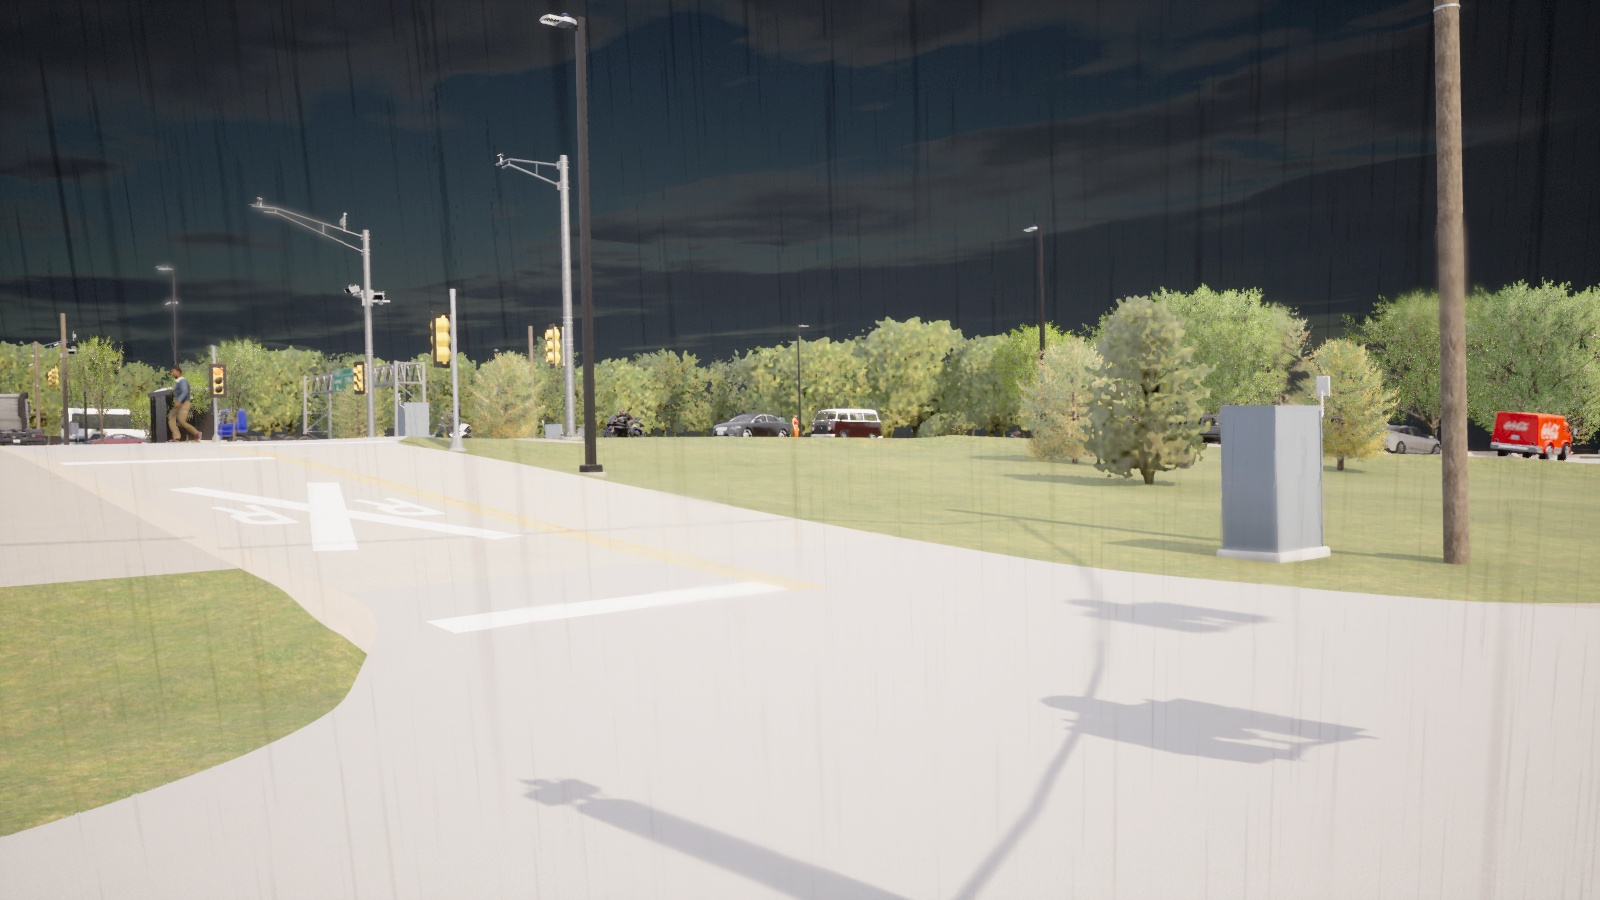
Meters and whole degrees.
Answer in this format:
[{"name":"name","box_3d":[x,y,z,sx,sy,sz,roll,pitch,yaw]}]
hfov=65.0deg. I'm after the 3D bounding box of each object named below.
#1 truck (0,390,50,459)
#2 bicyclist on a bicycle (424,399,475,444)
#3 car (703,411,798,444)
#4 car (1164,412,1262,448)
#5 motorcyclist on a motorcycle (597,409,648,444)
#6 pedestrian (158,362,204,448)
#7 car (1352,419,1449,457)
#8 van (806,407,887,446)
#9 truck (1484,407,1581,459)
[{"name":"truck","box_3d":[-42.445,-1.261,67.002,2.891,3.462,7.936,-2,1,-39]},{"name":"bicyclist on a bicycle","box_3d":[-14.140,-1.133,50.687,1.843,1.776,0.659,-1,0,-42]},{"name":"car","box_3d":[-2.426,-1.099,62.692,2.128,1.511,4.902,-1,-1,36]},{"name":"car","box_3d":[22.146,-1.099,67.436,1.932,1.855,4.605,-2,3,-44]},{"name":"motorcyclist on a motorcycle","box_3d":[-8.007,-1.046,56.661,0.866,1.530,2.191,-1,-1,44]},{"name":"pedestrian","box_3d":[-14.281,-1.032,28.963,0.423,1.949,0.788,-1,1,42]},{"name":"car","box_3d":[29.252,-0.575,61.124,4.514,1.525,2.007,3,1,-31]},{"name":"van","box_3d":[2.611,-1.298,70.299,2.069,2.038,4.480,-1,-1,43]},{"name":"truck","box_3d":[39.941,-0.904,68.427,5.204,2.467,2.627,1,5,-38]}]
